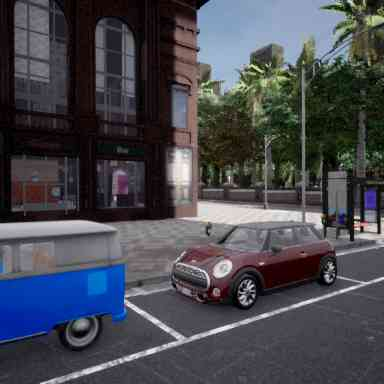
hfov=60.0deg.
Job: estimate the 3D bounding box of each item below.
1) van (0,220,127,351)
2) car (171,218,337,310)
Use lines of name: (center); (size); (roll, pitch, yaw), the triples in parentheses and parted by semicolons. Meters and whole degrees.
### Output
van: (-2.909, 1.341, 4.579); (3.998, 1.788, 1.690); (0, 0, -35)
car: (1.509, 1.439, 7.729); (4.097, 1.590, 1.967); (0, 0, -35)
